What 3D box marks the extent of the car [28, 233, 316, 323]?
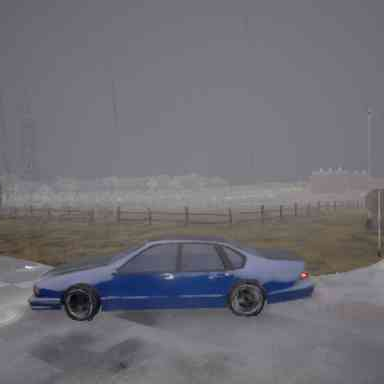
[{"bbox_3d":[-0.353,1.610,6.858,5.357,1.411,2.033,-1,0,0],"label":"car"}]
